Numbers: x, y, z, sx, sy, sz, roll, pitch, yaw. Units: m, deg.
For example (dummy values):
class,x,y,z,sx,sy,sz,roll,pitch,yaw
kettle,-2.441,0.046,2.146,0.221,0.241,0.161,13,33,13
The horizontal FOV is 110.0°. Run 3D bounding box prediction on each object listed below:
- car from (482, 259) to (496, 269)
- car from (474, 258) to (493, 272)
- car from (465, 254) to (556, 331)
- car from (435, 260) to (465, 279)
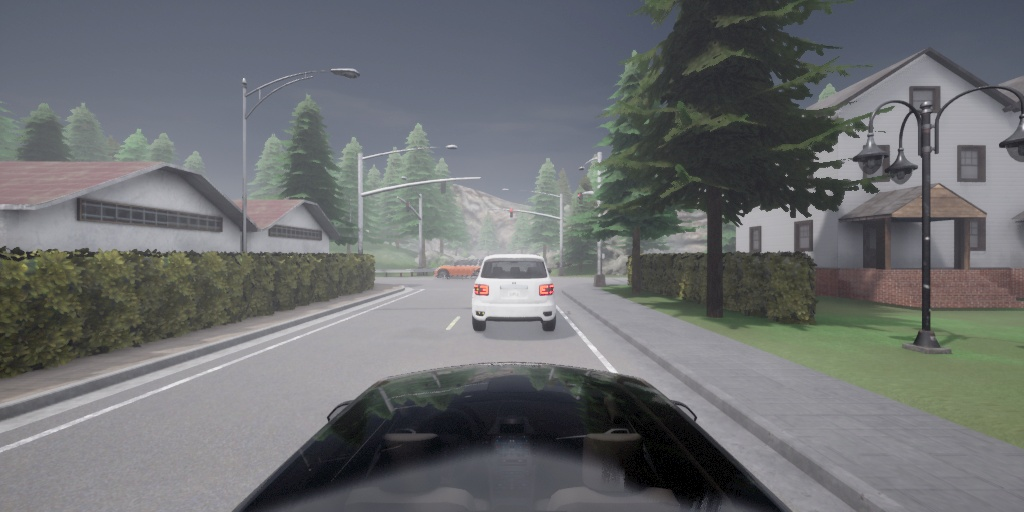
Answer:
class,x,y,z,sx,sy,sz,roll,pitch,yaw
car,-3.574,1.276,55.557,1.812,1.442,4.674,0,0,0
car,-3.582,1.102,45.572,2.097,1.767,4.553,0,0,0
car,0.066,0.971,11.088,2.150,2.045,5.566,0,0,0
car,-4.388,1.094,31.267,4.553,1.767,2.097,0,0,0
